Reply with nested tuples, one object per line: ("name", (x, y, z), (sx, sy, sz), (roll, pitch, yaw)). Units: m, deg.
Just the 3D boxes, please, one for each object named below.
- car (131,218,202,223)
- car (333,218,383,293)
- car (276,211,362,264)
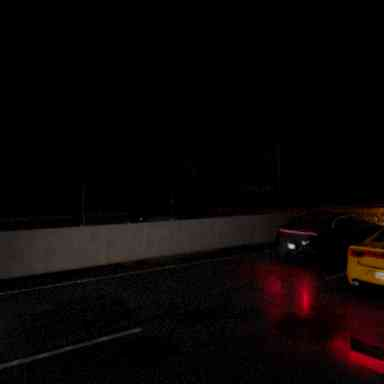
("car", (-1.556, 1.445, 19.956), (4.892, 1.490, 1.837), (0, 0, -36))
("car", (5.641, 1.430, 7.769), (5.008, 1.535, 1.882), (0, 0, -35))
("car", (5.027, 1.434, 11.631), (4.902, 1.511, 2.128), (0, 0, -36))
